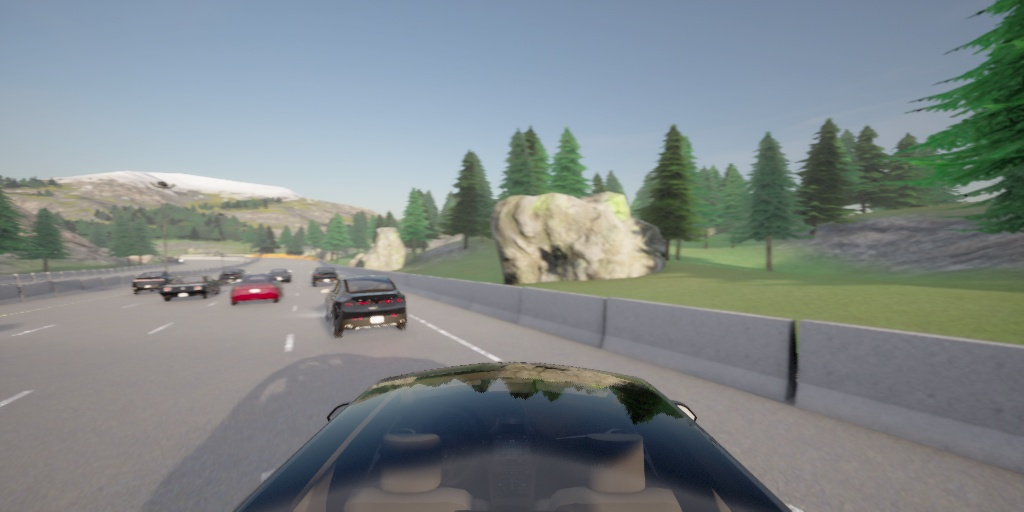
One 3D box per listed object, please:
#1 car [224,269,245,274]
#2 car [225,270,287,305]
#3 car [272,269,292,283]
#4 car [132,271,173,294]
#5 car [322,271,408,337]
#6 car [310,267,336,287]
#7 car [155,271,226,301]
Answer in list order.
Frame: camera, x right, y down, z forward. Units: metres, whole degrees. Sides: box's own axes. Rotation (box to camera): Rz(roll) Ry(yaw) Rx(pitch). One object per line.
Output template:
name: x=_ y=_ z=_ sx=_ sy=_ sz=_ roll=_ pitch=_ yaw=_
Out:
car: x=-25.622 y=1.901 z=33.149 sx=1.837 sy=1.490 sz=4.892 roll=-1 pitch=0 yaw=-30
car: x=-13.003 y=1.617 z=18.463 sx=1.994 sy=1.385 sz=4.181 roll=-1 pitch=0 yaw=-30
car: x=-22.019 y=1.875 z=33.921 sx=1.994 sy=1.385 sz=4.181 roll=-1 pitch=0 yaw=-30
car: x=-25.479 y=1.863 z=25.959 sx=2.128 sy=1.511 sz=4.902 roll=-1 pitch=0 yaw=-30
car: x=-4.520 y=1.341 z=10.865 sx=1.837 sy=1.490 sz=4.892 roll=-1 pitch=0 yaw=-30
car: x=-15.371 y=1.644 z=29.466 sx=1.837 sy=1.490 sz=4.892 roll=-1 pitch=0 yaw=-30
car: x=-18.391 y=1.788 z=20.758 sx=1.895 sy=1.301 sz=4.718 roll=-1 pitch=0 yaw=-30
